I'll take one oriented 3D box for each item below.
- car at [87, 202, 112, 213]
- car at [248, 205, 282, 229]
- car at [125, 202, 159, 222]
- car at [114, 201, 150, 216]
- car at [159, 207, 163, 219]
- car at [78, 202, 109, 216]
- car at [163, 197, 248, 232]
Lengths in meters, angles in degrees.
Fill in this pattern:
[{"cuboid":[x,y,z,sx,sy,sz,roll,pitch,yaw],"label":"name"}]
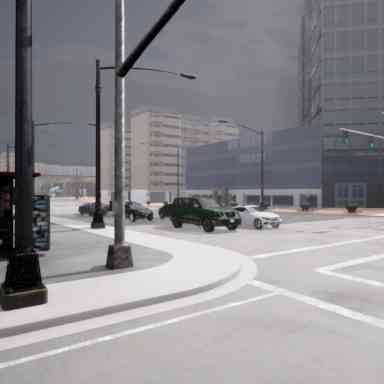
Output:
[{"cuboid":[-12.706,2.060,45.741,1.994,1.385,4.181,0,-1,-35],"label":"car"},{"cuboid":[3.940,1.635,22.720,1.812,1.442,4.674,0,-1,-35],"label":"car"},{"cuboid":[-5.135,1.741,29.287,1.837,1.490,4.892,0,-1,-36],"label":"car"},{"cuboid":[-6.873,1.841,37.649,2.128,1.511,4.902,0,-1,-36],"label":"car"},{"cuboid":[-1.360,1.740,30.107,1.812,1.442,4.674,0,-1,-36],"label":"car"},{"cuboid":[-11.381,1.939,37.903,2.033,1.411,5.357,0,-1,-36],"label":"car"},{"cuboid":[0.673,1.335,21.289,2.150,2.045,5.566,0,-1,-36],"label":"car"}]
